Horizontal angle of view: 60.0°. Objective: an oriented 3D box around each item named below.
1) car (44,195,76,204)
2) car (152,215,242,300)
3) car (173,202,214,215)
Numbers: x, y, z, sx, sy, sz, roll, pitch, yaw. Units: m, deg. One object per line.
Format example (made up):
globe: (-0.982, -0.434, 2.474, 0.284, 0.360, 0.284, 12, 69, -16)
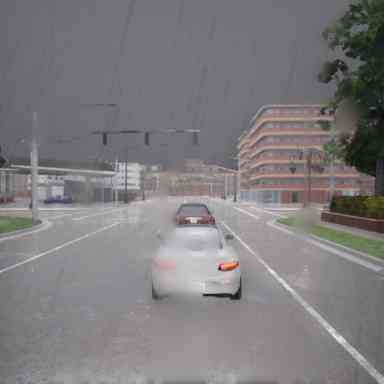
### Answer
car: (-23.402, 1.295, 57.992, 4.611, 1.667, 2.242, 0, 0, 1)
car: (0.092, 1.526, 8.277, 1.812, 1.442, 4.674, 0, 0, 0)
car: (0.074, 1.352, 17.269, 2.097, 1.767, 4.553, 0, 0, 0)
